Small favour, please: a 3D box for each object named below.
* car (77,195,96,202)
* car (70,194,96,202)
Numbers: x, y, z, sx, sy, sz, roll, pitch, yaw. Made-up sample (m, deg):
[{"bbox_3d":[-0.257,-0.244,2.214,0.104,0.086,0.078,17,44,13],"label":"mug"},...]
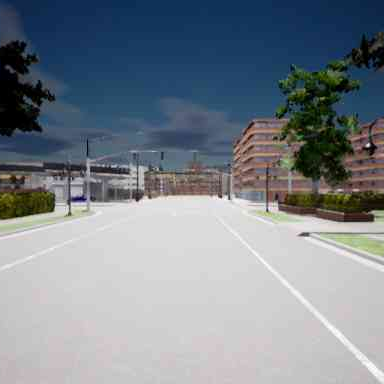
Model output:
[{"bbox_3d":[-24.029,1.419,75.925,3.806,1.475,1.970,0,0,1],"label":"car"},{"bbox_3d":[-23.312,1.258,70.175,4.611,1.667,2.242,0,0,1],"label":"car"}]
